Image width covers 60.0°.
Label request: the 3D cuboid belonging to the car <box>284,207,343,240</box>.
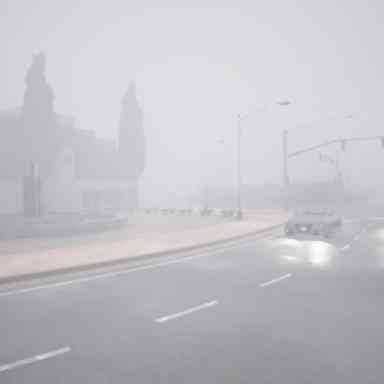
[{"bbox_3d":[6.080,1.432,16.430,1.994,1.385,4.181,0,0,35],"label":"car"}]

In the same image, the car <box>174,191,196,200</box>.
[{"bbox_3d":[-1.659,1.064,76.394,1.970,1.475,3.806,0,0,34],"label":"car"}]

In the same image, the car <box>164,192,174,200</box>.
[{"bbox_3d":[-4.040,0.840,78.043,1.905,1.878,3.866,0,0,34],"label":"car"}]
